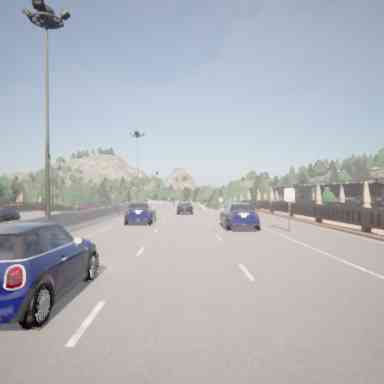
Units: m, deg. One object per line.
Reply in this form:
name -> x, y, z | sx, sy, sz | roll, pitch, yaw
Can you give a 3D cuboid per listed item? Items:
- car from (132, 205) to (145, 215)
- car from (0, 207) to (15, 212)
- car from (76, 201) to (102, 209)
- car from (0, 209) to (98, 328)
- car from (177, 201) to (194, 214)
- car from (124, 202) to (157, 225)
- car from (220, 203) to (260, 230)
car -> -12.342, 4.200, 77.023 | 2.150, 2.045, 5.566 | 0, -6, -1
car -> -14.672, 1.813, 25.017 | 1.994, 1.385, 4.181 | 0, 0, -1
car -> -11.464, 1.791, 37.255 | 1.882, 1.535, 5.008 | 0, 0, -1
car -> -3.584, 1.421, 7.256 | 2.097, 1.767, 4.553 | 0, 0, -1
car -> -0.827, 1.762, 39.463 | 2.128, 1.511, 4.902 | 0, 0, -1
car -> -4.010, 1.553, 26.490 | 2.097, 1.767, 4.553 | 0, 0, -1
car -> 3.094, 1.485, 22.235 | 2.097, 1.767, 4.553 | 0, 0, -1
